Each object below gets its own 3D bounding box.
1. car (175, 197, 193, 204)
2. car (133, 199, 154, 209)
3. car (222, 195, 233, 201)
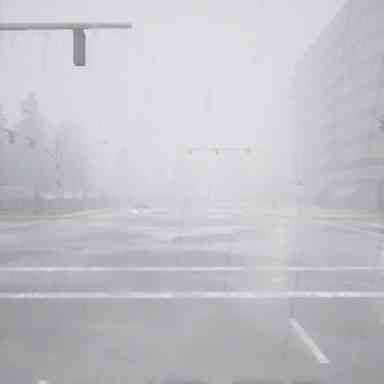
[{"bbox_3d":[-1.426,1.569,62.659,1.994,1.385,4.181,0,0,28],"label":"car"},{"bbox_3d":[-6.566,1.605,45.597,1.895,1.301,4.718,0,0,6],"label":"car"},{"bbox_3d":[7.926,1.504,74.487,4.674,1.442,1.812,0,0,-41],"label":"car"}]
